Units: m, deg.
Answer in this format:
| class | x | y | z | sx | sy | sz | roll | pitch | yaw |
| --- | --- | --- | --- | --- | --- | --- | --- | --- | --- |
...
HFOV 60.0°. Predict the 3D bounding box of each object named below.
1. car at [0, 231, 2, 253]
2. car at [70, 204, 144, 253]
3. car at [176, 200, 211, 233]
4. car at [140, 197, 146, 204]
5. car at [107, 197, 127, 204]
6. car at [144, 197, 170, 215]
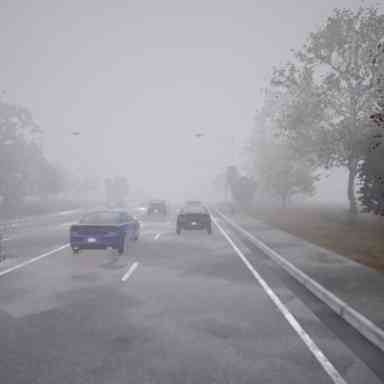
| class | x | y | z | sx | sy | sz | roll | pitch | yaw |
| --- | --- | --- | --- | --- | --- | --- | --- | --- | --- |
| car | -7.099 | 1.504 | 8.904 | 1.837 | 1.490 | 4.892 | 0 | 0 | 0 |
| car | -3.411 | 1.477 | 13.781 | 1.882 | 1.535 | 5.008 | 0 | 0 | 0 |
| car | 0.101 | 1.477 | 19.737 | 1.882 | 1.535 | 5.008 | 0 | 0 | 0 |
| car | -6.547 | 1.487 | 50.181 | 2.128 | 1.511 | 4.902 | 0 | 0 | 3 |
| car | -10.256 | 1.489 | 45.507 | 2.128 | 1.511 | 4.902 | 0 | 0 | 2 |
| car | -3.352 | 1.503 | 33.563 | 1.837 | 1.490 | 4.892 | 0 | 0 | 0 |
